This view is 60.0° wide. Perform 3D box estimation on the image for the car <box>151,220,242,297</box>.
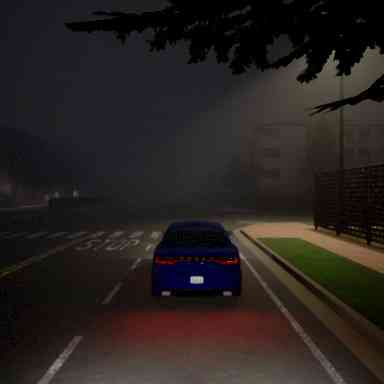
[{"bbox_3d":[0.094,1.473,8.635,1.882,1.535,5.008,0,0,0],"label":"car"}]
